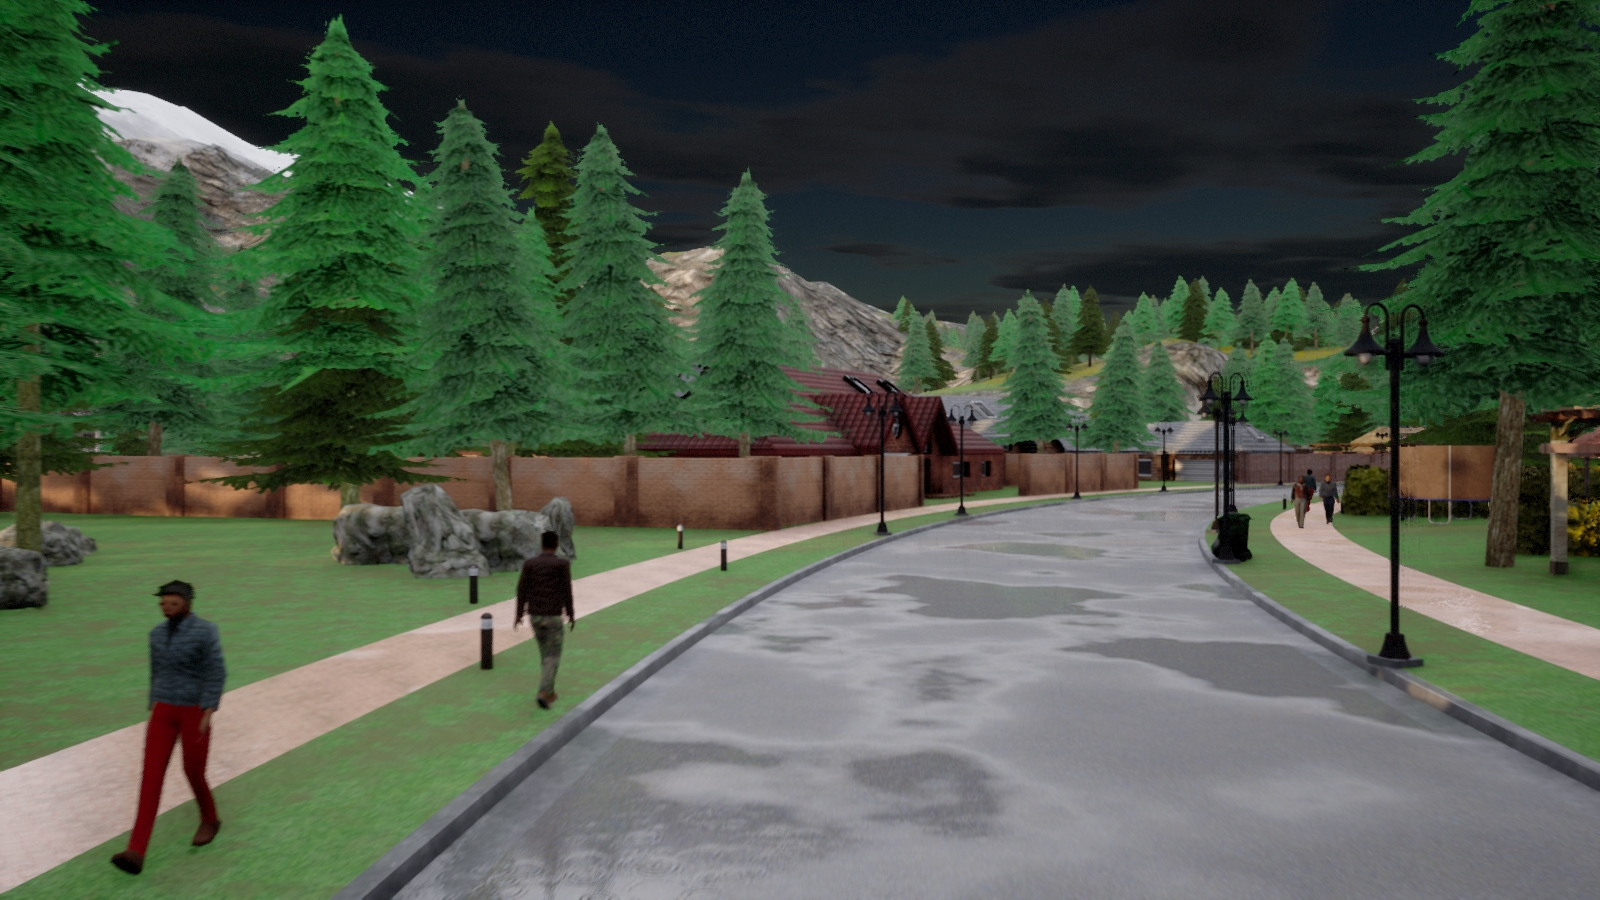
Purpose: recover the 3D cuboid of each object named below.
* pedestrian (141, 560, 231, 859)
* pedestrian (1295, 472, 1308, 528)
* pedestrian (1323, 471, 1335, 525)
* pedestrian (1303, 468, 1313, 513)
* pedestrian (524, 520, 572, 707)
[{"bbox_3d":[-3.993,1.663,7.445,0.375,1.860,0.375,0,0,2],"label":"pedestrian"},{"bbox_3d":[16.747,1.664,38.151,0.375,1.860,0.375,0,0,21],"label":"pedestrian"},{"bbox_3d":[18.505,1.664,39.965,0.375,1.860,0.375,0,0,24],"label":"pedestrian"},{"bbox_3d":[21.008,1.664,47.217,0.375,1.860,0.375,0,0,25],"label":"pedestrian"},{"bbox_3d":[-2.584,1.660,11.734,0.375,1.860,0.375,0,0,6],"label":"pedestrian"}]
